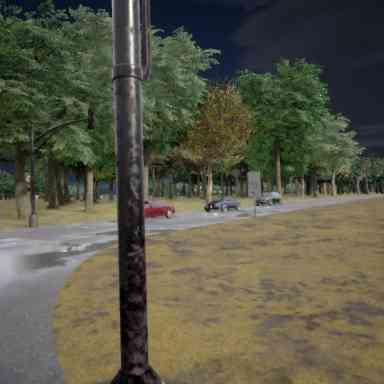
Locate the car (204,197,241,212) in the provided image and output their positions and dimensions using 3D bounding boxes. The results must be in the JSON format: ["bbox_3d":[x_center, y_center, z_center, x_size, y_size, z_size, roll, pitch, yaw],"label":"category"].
[{"bbox_3d":[2.960,1.155,32.057,1.994,1.385,4.181,-3,-1,37],"label":"car"}]

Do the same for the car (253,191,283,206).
[{"bbox_3d":[9.179,0.788,40.230,2.097,1.767,4.553,-3,-1,37],"label":"car"}]

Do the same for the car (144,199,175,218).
[{"bbox_3d":[-3.130,1.277,24.057,1.812,1.442,4.674,-3,-1,37],"label":"car"}]
